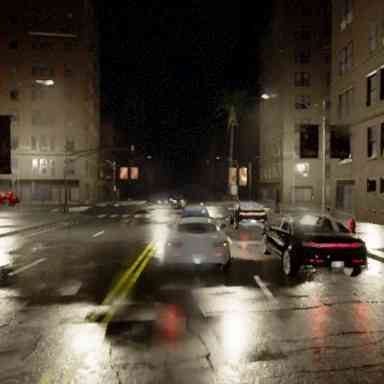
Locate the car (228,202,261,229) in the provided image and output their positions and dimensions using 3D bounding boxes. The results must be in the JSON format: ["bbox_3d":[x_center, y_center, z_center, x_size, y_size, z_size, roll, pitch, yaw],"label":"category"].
[{"bbox_3d":[3.340,1.376,20.456,2.128,1.511,4.902,0,0,0],"label":"car"}]

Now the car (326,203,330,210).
[{"bbox_3d":[16.368,1.573,34.877,4.313,1.339,1.947,0,1,1],"label":"car"}]

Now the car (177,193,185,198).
[{"bbox_3d":[-2.859,0.926,87.437,2.033,1.411,5.357,0,0,0],"label":"car"}]

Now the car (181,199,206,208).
[{"bbox_3d":[0.193,1.428,21.137,2.033,1.411,5.357,0,0,0],"label":"car"}]

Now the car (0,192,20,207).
[{"bbox_3d":[-23.707,0.863,40.549,5.009,1.841,2.192,0,1,-8],"label":"car"}]

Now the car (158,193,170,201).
[{"bbox_3d":[-6.180,1.191,71.815,1.895,1.301,4.718,0,0,0],"label":"car"}]

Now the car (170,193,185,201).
[{"bbox_3d":[-2.930,0.951,71.859,2.097,1.767,4.553,0,0,0],"label":"car"}]

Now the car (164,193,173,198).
[{"bbox_3d":[-6.109,0.981,87.422,1.895,1.301,4.718,0,0,0],"label":"car"}]

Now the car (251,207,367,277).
[{"bbox_3d":[3.370,1.434,10.060,2.128,1.511,4.902,0,0,0],"label":"car"}]

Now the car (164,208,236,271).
[{"bbox_3d":[0.146,1.465,10.593,1.812,1.442,4.674,0,0,0],"label":"car"}]
